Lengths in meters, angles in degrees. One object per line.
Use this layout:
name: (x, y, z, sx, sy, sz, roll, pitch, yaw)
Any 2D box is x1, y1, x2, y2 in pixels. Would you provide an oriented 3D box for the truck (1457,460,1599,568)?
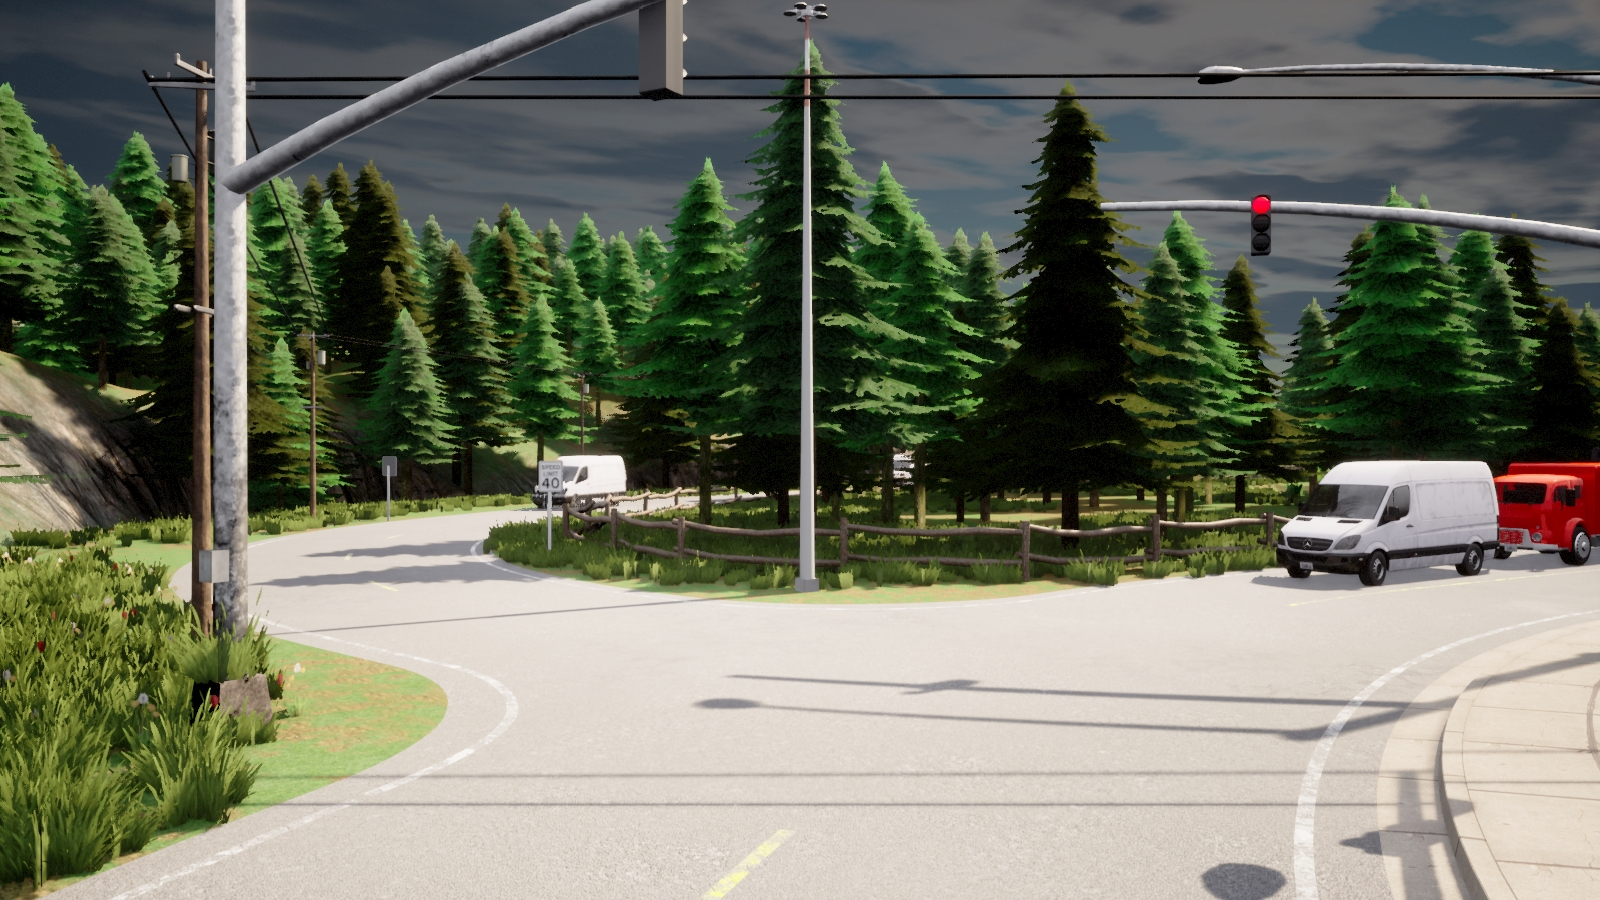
truck: (19.691, 1.537, 29.339, 5.204, 2.467, 2.627, 0, 0, -30)

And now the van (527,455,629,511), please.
van: (-10.680, 1.534, 55.512, 1.988, 2.561, 5.915, 0, 0, 21)

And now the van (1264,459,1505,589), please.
van: (13.063, 1.508, 25.390, 5.915, 2.561, 1.988, 0, 0, -32)

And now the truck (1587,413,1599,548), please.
truck: (26.892, 0.864, 33.528, 8.468, 3.827, 2.891, 0, 0, -30)
